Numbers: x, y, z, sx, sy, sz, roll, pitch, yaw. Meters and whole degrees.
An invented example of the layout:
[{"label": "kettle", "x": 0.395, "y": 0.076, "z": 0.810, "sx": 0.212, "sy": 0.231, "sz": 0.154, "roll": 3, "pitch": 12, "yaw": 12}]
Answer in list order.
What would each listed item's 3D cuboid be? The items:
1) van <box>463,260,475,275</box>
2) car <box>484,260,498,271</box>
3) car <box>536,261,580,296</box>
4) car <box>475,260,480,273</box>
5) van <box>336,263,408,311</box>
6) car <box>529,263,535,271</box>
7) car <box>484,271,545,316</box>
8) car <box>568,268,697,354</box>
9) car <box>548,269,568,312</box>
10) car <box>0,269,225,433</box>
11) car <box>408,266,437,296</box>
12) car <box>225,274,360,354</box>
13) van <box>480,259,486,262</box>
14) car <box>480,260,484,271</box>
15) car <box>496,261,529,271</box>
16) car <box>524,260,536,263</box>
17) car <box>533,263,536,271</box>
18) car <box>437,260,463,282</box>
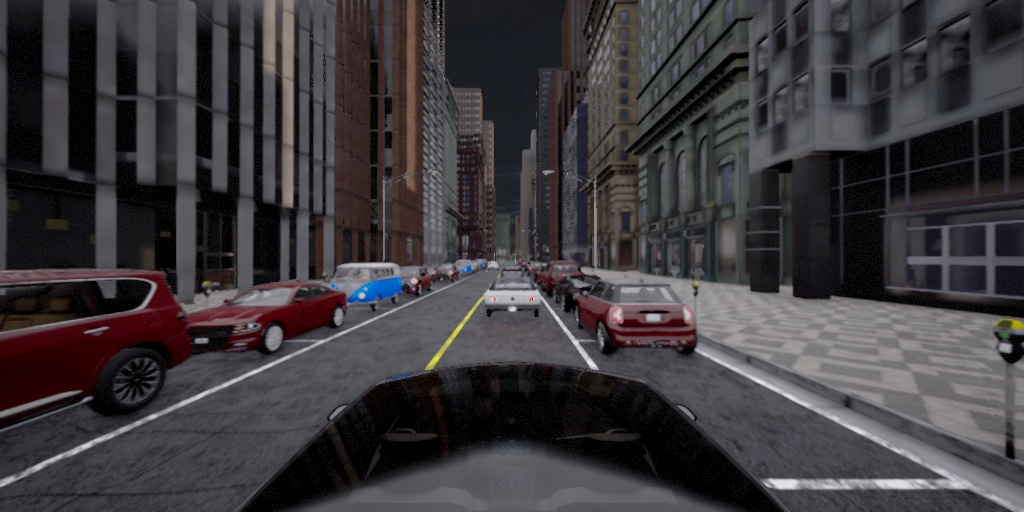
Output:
[{"label": "van", "x": -5.772, "y": 1.370, "z": 42.732, "sx": 1.690, "sy": 1.789, "sz": 3.998, "roll": 0, "pitch": 0, "yaw": 0}, {"label": "car", "x": -3.074, "y": 1.668, "z": 58.719, "sx": 1.812, "sy": 1.442, "sz": 4.674, "roll": 0, "pitch": 0, "yaw": 0}, {"label": "car", "x": 2.758, "y": 1.190, "z": 20.197, "sx": 2.192, "sy": 1.841, "sz": 5.009, "roll": 0, "pitch": 0, "yaw": 0}, {"label": "car", "x": -5.773, "y": 1.594, "z": 48.198, "sx": 1.751, "sy": 1.417, "sz": 4.829, "roll": 0, "pitch": 0, "yaw": 0}, {"label": "van", "x": -5.766, "y": 1.178, "z": 14.549, "sx": 1.690, "sy": 1.789, "sz": 3.998, "roll": 0, "pitch": 0, "yaw": 0}, {"label": "car", "x": 2.755, "y": 1.518, "z": 31.469, "sx": 1.948, "sy": 1.339, "sz": 4.313, "roll": 0, "pitch": 0, "yaw": 0}, {"label": "car", "x": 0.039, "y": 1.432, "z": 13.715, "sx": 1.895, "sy": 1.301, "sz": 4.718, "roll": 0, "pitch": 0, "yaw": 1}, {"label": "car", "x": 2.760, "y": 1.239, "z": 8.923, "sx": 1.967, "sy": 1.591, "sz": 4.097, "roll": 0, "pitch": 0, "yaw": 0}, {"label": "car", "x": 2.759, "y": 1.403, "z": 14.560, "sx": 1.948, "sy": 1.339, "sz": 4.313, "roll": 0, "pitch": 0, "yaw": 0}, {"label": "car", "x": -5.764, "y": 1.075, "z": 3.275, "sx": 2.192, "sy": 1.841, "sz": 5.009, "roll": 0, "pitch": 0, "yaw": 0}, {"label": "car", "x": -5.767, "y": 1.315, "z": 20.186, "sx": 1.967, "sy": 1.591, "sz": 4.097, "roll": 0, "pitch": 0, "yaw": 0}, {"label": "car", "x": -5.765, "y": 1.344, "z": 8.912, "sx": 1.888, "sy": 1.381, "sz": 4.507, "roll": 0, "pitch": 0, "yaw": 0}, {"label": "van", "x": -5.776, "y": 1.490, "z": 59.640, "sx": 1.690, "sy": 1.789, "sz": 3.998, "roll": 0, "pitch": 0, "yaw": 0}, {"label": "car", "x": -5.775, "y": 1.659, "z": 54.004, "sx": 2.007, "sy": 1.370, "sz": 4.403, "roll": 0, "pitch": 0, "yaw": 0}, {"label": "car", "x": 0.040, "y": 1.430, "z": 29.341, "sx": 2.128, "sy": 1.511, "sz": 4.902, "roll": 0, "pitch": 0, "yaw": 1}, {"label": "car", "x": 2.753, "y": 1.469, "z": 42.740, "sx": 1.967, "sy": 1.591, "sz": 4.097, "roll": 0, "pitch": 0, "yaw": 0}, {"label": "car", "x": 2.757, "y": 1.459, "z": 25.833, "sx": 1.888, "sy": 1.381, "sz": 4.507, "roll": 0, "pitch": 0, "yaw": 0}, {"label": "car", "x": -5.770, "y": 1.392, "z": 31.459, "sx": 1.967, "sy": 1.591, "sz": 4.097, "roll": 0, "pitch": 0, "yaw": 0}]
